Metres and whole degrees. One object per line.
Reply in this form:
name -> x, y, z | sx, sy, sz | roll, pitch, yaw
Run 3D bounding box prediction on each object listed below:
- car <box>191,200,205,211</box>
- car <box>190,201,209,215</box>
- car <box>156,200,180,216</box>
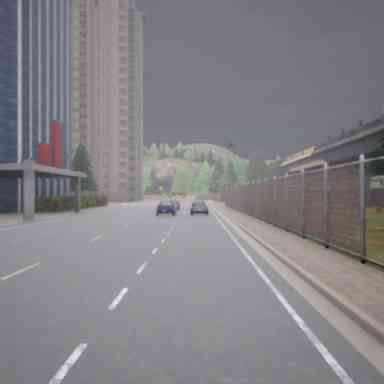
car -> 0.926, 1.895, 47.579 | 1.895, 1.301, 4.718 | 0, 0, 1
car -> 0.806, 1.788, 36.493 | 1.994, 1.385, 4.181 | 0, 0, 1
car -> -2.709, 1.712, 35.851 | 1.882, 1.535, 5.008 | 0, 0, 1
